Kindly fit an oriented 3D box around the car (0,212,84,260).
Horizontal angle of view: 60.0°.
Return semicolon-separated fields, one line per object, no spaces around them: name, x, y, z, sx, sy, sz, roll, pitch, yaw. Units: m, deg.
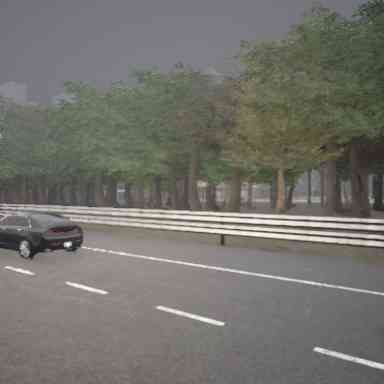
car;-6.128;1.510;12.552;4.892;1.490;1.837;0;0;36
